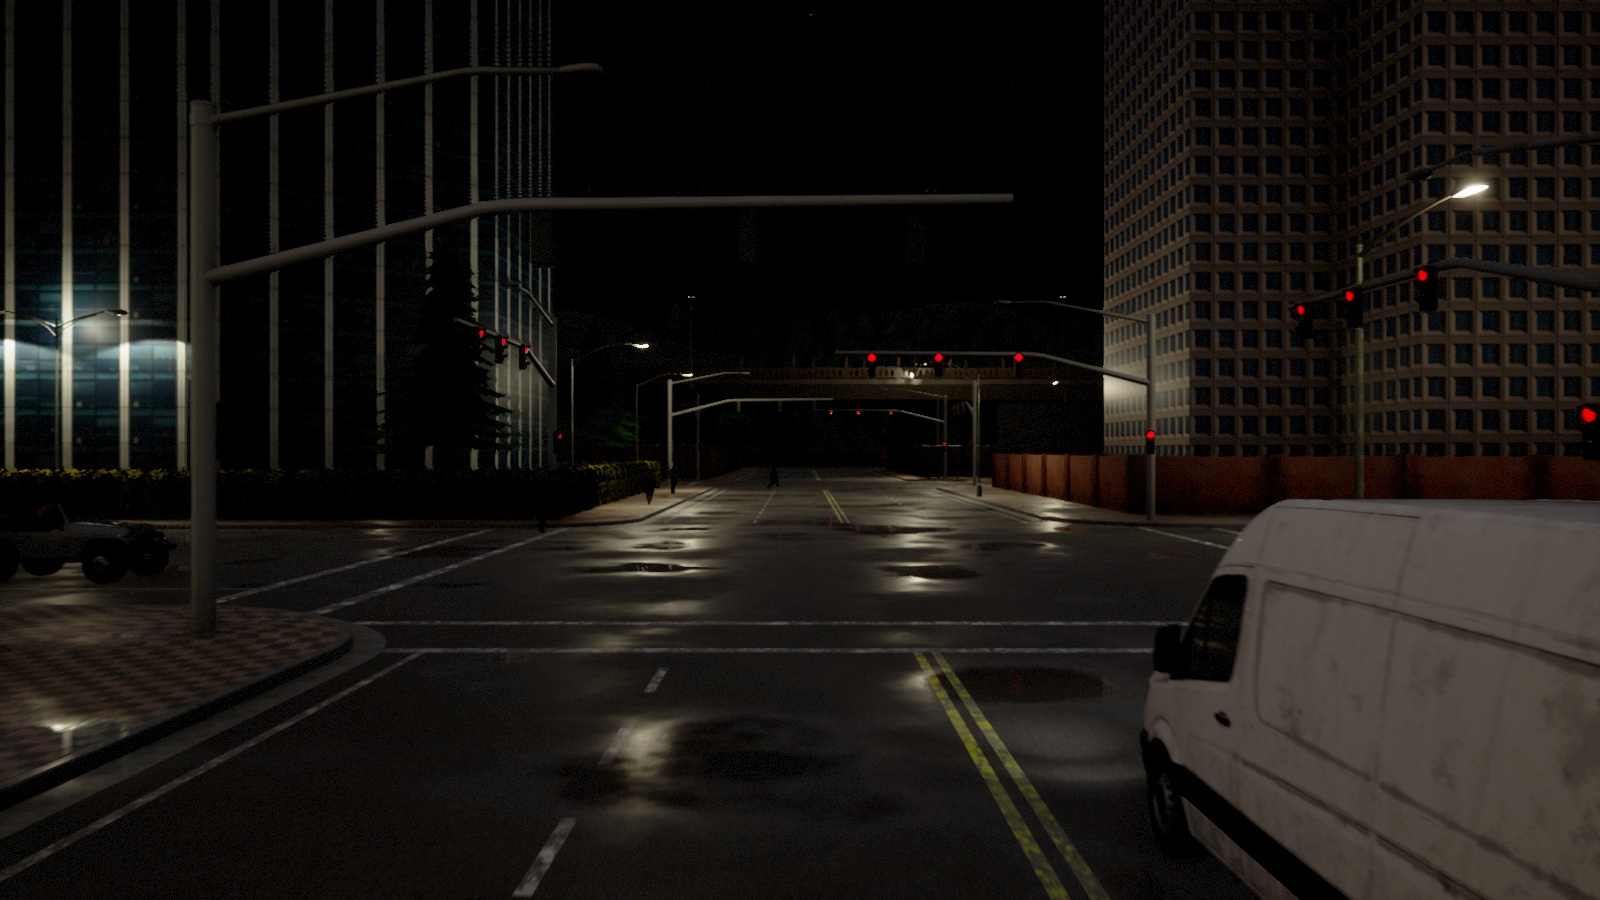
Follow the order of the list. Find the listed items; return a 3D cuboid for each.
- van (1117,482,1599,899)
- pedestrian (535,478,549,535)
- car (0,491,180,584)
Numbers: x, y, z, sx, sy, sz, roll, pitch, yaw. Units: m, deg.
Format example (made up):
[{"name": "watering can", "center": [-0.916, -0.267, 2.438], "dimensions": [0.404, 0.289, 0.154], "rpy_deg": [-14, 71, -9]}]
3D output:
[{"name": "van", "center": [3.497, 1.534, 6.057], "dimensions": [1.988, 2.561, 5.915], "rpy_deg": [0, 0, 0]}, {"name": "pedestrian", "center": [-8.485, 1.847, 37.583], "dimensions": [0.375, 1.860, 0.375], "rpy_deg": [0, 0, 2]}, {"name": "car", "center": [-15.874, 1.856, 24.738], "dimensions": [3.866, 1.878, 1.905], "rpy_deg": [0, 0, 0]}]
